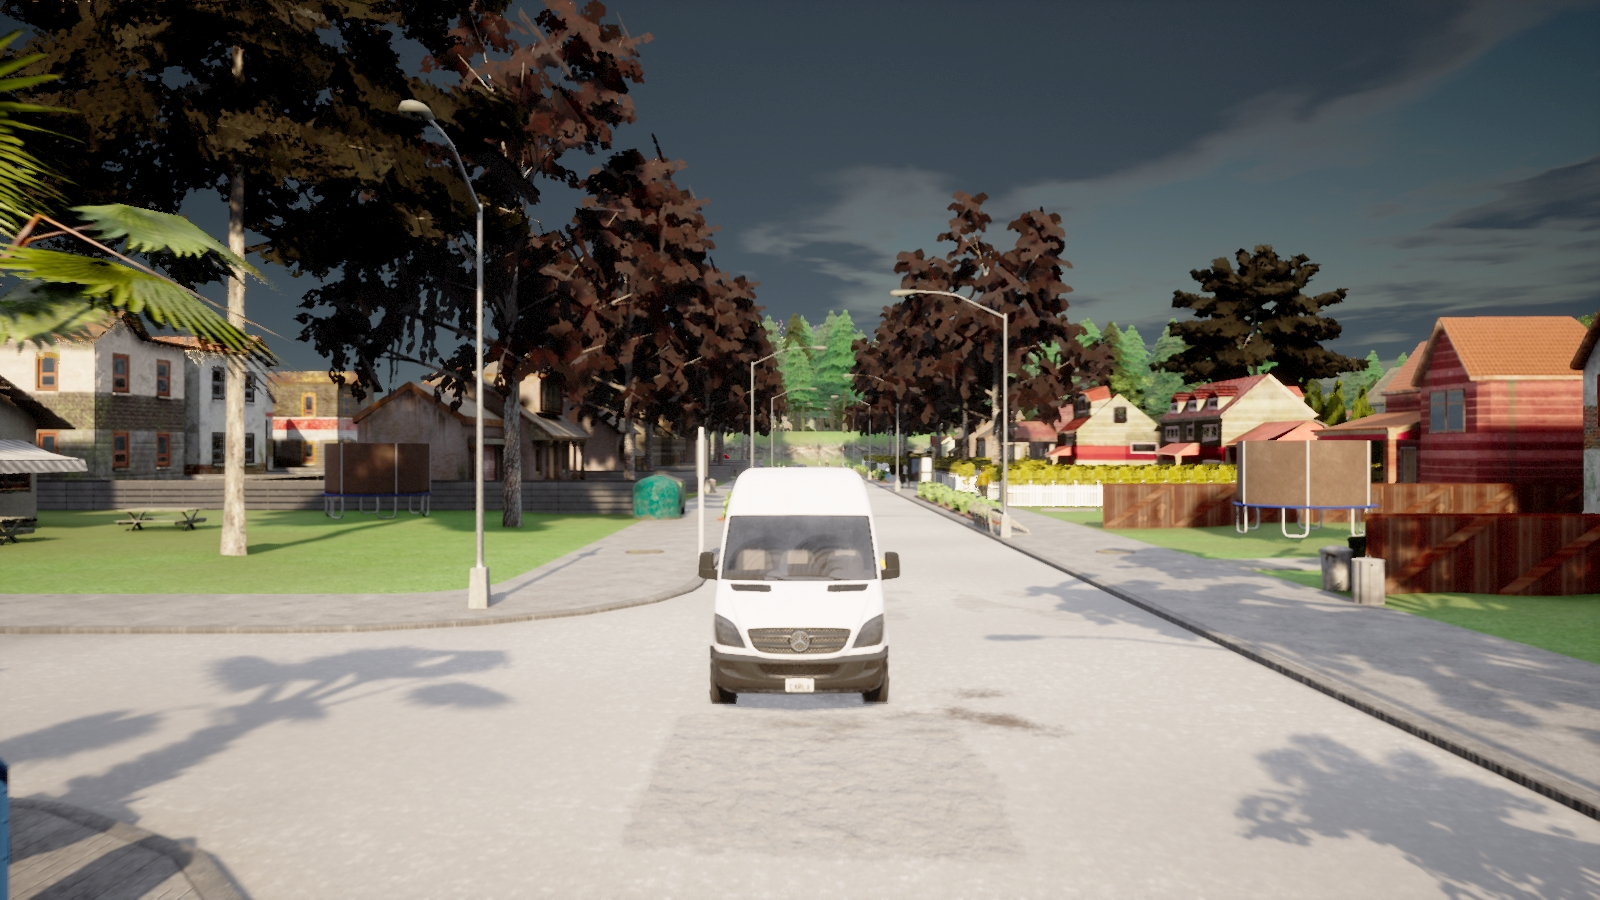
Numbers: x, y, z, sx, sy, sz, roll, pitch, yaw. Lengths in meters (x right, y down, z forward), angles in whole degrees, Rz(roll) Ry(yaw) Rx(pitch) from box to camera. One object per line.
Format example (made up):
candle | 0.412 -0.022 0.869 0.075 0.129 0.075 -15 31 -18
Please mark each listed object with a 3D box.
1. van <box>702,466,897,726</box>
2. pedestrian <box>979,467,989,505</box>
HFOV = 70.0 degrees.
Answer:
van | 0.004 1.534 14.632 1.988 2.561 5.915 0 0 0
pedestrian | 8.957 1.745 55.607 0.375 1.860 0.375 0 0 -7
